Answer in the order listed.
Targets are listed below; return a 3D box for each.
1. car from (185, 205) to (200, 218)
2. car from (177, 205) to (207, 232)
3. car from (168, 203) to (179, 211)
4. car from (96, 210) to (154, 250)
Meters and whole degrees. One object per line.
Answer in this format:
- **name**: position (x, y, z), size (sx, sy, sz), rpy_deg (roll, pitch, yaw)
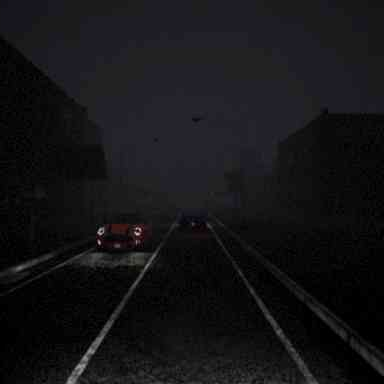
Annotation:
- **car**: position (0.029, 2.351, 41.663), size (1.812, 1.442, 4.674), rpy_deg (0, -1, 0)
- **car**: position (0.059, 2.002, 24.516), size (1.882, 1.535, 5.008), rpy_deg (0, -1, 0)
- **car**: position (-3.140, 2.648, 58.338), size (2.033, 1.411, 5.357), rpy_deg (0, -1, 1)
- **car**: position (-3.127, 1.722, 16.194), size (2.097, 1.767, 4.553), rpy_deg (0, -1, 0)
